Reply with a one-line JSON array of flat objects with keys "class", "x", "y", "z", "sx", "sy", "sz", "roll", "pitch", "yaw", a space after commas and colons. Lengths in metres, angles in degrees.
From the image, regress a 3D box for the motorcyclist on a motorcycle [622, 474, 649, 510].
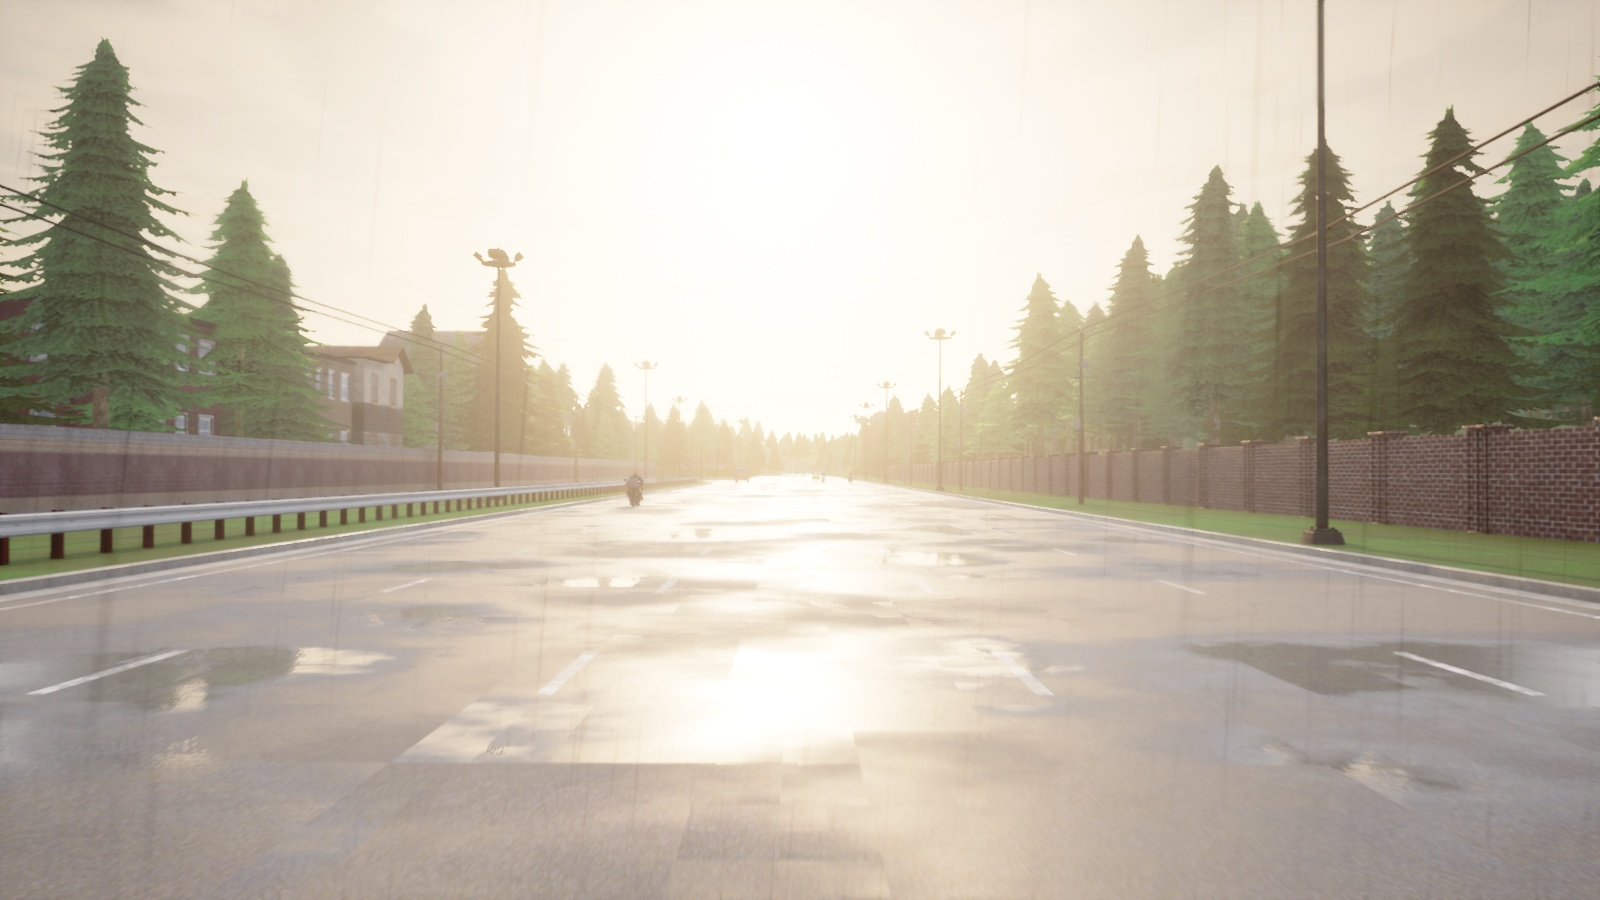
[{"class": "motorcyclist on a motorcycle", "x": -7.131, "y": 1.792, "z": 54.555, "sx": 0.866, "sy": 1.530, "sz": 2.191, "roll": 0, "pitch": -1, "yaw": 0}]
